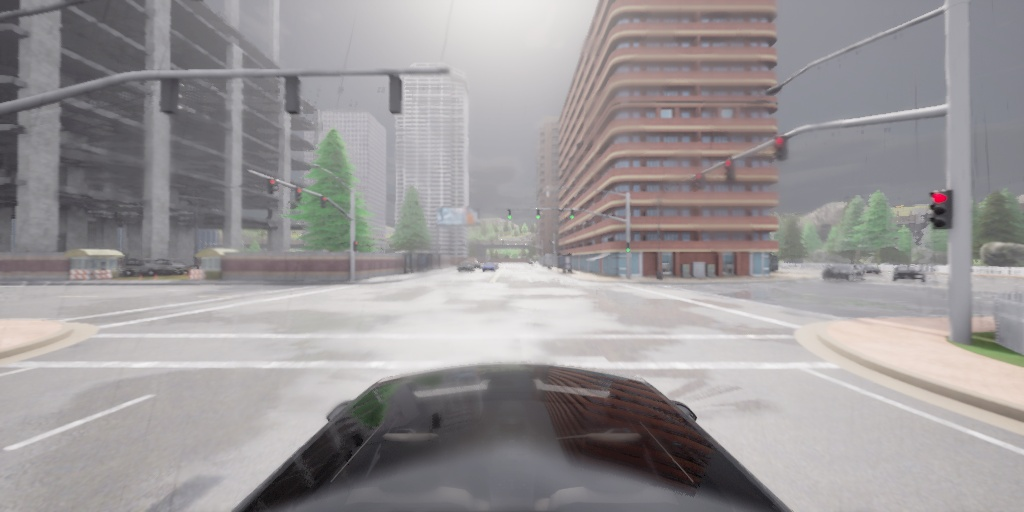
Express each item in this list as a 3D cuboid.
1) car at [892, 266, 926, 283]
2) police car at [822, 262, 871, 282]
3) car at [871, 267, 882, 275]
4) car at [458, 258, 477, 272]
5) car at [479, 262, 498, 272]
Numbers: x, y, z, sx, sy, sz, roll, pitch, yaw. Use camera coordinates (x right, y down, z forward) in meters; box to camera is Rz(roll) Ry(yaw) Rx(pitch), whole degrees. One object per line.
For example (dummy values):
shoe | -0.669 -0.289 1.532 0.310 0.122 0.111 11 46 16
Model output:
car | 33.881 1.553 30.611 4.718 1.301 1.895 0 -1 -42
police car | 29.477 1.393 31.856 5.238 1.638 1.930 0 1 -31
car | 44.557 1.702 45.813 2.033 1.411 5.357 0 -1 20
car | -7.041 1.582 55.174 2.097 1.767 4.553 0 -1 1
car | -3.540 1.707 55.107 1.882 1.535 5.008 0 0 1
